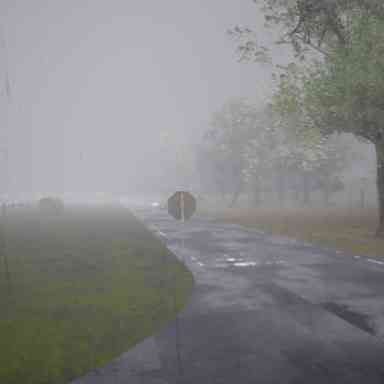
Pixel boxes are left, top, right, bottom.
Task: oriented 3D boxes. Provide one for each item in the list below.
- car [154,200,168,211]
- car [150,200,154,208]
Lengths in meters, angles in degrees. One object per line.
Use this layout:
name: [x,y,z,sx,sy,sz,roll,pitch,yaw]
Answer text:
car: [-3.658,1.912,45.700,1.895,1.301,4.718,-1,0,-13]
car: [-5.944,1.988,55.214,1.895,1.301,4.718,-1,0,-13]
